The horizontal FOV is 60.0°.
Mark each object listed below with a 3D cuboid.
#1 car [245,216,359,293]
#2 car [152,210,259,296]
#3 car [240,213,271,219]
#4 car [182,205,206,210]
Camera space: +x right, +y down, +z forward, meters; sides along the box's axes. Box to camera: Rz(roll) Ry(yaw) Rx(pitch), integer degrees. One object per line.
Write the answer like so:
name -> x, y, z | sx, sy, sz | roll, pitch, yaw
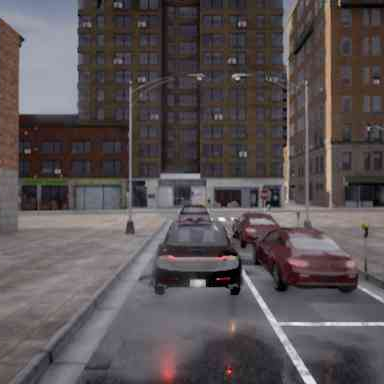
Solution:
car -> 2.671, 1.541, 8.523 | 1.802, 1.307, 4.206 | 1, 0, 0
car -> 0.120, 1.451, 8.543 | 2.128, 1.511, 4.902 | 0, 0, 0
car -> 2.684, 1.516, 13.962 | 1.802, 1.307, 4.206 | 1, 0, 0
car -> 0.116, 1.455, 19.724 | 2.033, 1.411, 5.357 | 0, 0, -1
